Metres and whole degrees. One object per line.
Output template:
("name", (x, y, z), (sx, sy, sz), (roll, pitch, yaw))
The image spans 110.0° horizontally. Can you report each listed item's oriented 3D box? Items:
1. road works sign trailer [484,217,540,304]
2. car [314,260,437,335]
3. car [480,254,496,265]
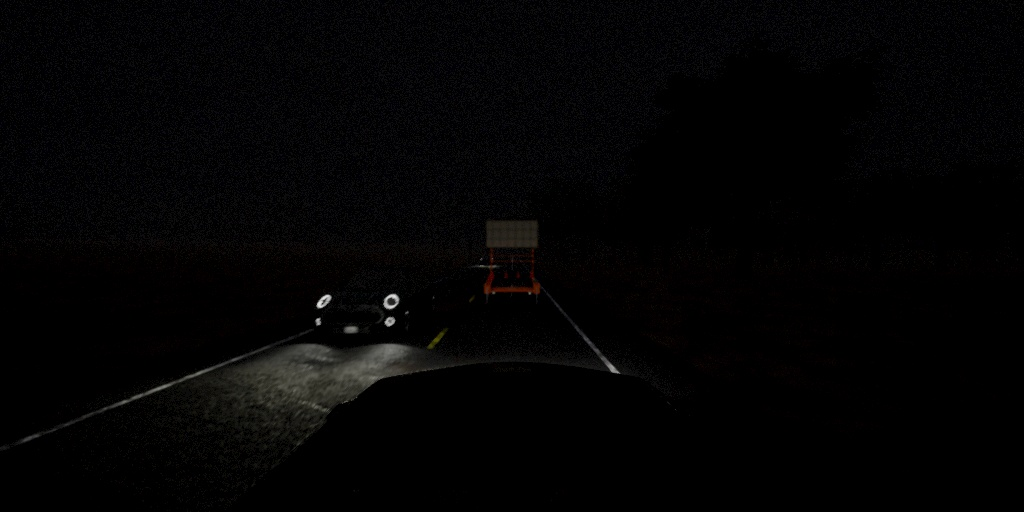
("road works sign trailer", (0.011, 0.104, 15.778), (2.380, 3.560, 2.880), (0, 0, 1))
("car", (-3.599, 1.041, 10.244), (2.097, 1.767, 4.553), (0, 0, 0))
("car", (-3.568, 0.455, 53.089), (2.097, 1.767, 4.553), (0, 1, 0))
